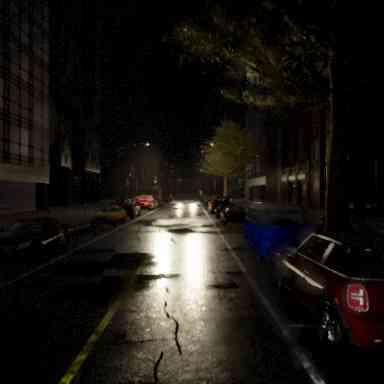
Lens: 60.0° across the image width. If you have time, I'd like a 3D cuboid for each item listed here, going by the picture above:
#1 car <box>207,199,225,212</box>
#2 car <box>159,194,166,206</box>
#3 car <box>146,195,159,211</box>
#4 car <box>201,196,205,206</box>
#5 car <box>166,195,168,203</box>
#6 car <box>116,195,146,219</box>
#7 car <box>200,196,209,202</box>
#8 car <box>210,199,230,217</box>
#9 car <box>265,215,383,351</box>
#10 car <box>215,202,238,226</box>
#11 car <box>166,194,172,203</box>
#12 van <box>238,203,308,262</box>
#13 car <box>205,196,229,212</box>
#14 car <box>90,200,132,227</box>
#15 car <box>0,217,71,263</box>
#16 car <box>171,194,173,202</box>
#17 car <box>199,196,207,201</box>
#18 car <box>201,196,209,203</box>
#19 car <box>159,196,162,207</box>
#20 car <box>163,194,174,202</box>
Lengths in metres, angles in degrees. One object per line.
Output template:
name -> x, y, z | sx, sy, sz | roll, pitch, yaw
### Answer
car -> 2.862, 1.556, 40.047 | 1.887, 1.381, 4.507 | 0, 0, 0
car -> -5.662, 1.342, 51.333 | 2.192, 1.841, 5.009 | 0, 0, 0
car -> -5.663, 1.326, 40.056 | 2.192, 1.841, 5.009 | 0, 0, 0
car -> 2.864, 1.593, 51.325 | 1.947, 1.339, 4.313 | 0, 0, 0
car -> -5.660, 1.581, 56.973 | 1.887, 1.381, 4.507 | 0, 0, 0
car -> -5.665, 1.311, 28.778 | 2.192, 1.841, 5.009 | 0, 0, 0
car -> 2.867, 1.655, 79.523 | 1.947, 1.339, 4.313 | 0, 0, 0
car -> 2.860, 1.561, 28.767 | 1.947, 1.339, 4.313 | 0, 0, 0
car -> 2.859, 1.436, 6.210 | 1.967, 1.590, 4.097 | 0, 0, 0
car -> 2.860, 1.572, 23.129 | 1.802, 1.307, 4.206 | 0, 0, 0
car -> -5.660, 1.626, 68.250 | 1.947, 1.339, 4.313 | 0, 0, 0
van -> 2.860, 1.333, 11.849 | 1.690, 1.788, 3.998 | 0, 0, 0
car -> 2.861, 1.318, 34.407 | 2.192, 1.841, 5.009 | 0, 0, 0
car -> -5.665, 1.515, 22.970 | 1.752, 1.417, 4.829 | 0, 0, 0
car -> -5.666, 1.574, 11.863 | 1.802, 1.307, 4.206 | 0, 0, 0
car -> -5.659, 1.640, 73.888 | 1.947, 1.339, 4.313 | 0, 0, 0
car -> 2.868, 1.673, 85.163 | 1.947, 1.339, 4.313 | 0, 0, 0
car -> 2.866, 1.656, 73.883 | 1.802, 1.307, 4.206 | 0, 0, 0
car -> -5.662, 1.585, 45.695 | 1.947, 1.339, 4.313 | 0, 0, 0
car -> -5.659, 1.405, 79.527 | 2.192, 1.841, 5.009 | 0, 0, 0
